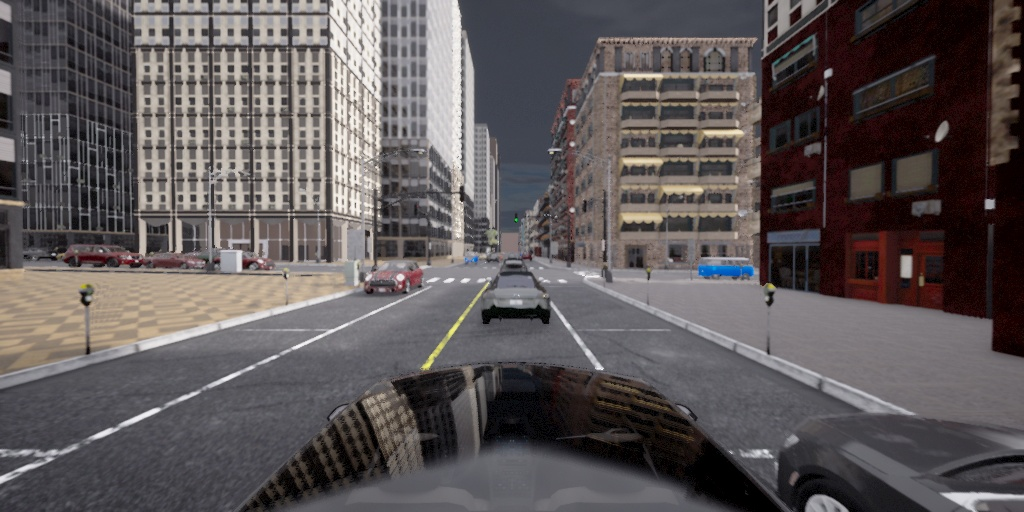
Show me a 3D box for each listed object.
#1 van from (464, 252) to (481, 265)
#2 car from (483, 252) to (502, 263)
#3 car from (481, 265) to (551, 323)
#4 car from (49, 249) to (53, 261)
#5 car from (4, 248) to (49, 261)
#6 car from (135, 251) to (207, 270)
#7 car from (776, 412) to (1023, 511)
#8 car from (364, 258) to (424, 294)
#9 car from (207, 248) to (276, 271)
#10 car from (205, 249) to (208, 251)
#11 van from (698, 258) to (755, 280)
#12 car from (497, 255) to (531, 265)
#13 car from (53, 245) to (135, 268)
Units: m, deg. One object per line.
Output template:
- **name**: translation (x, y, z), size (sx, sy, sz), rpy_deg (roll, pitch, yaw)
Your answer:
- **van**: translation (-5.669, 0.322, 50.164), size (1.690, 1.789, 3.998), rpy_deg (0, 0, 0)
- **car**: translation (-3.031, 0.381, 56.996), size (1.837, 1.490, 4.892), rpy_deg (0, 1, 1)
- **car**: translation (0.104, 1.157, 11.447), size (1.994, 1.385, 4.181), rpy_deg (0, 1, 0)
- **car**: translation (-43.684, -0.101, 36.793), size (4.829, 1.417, 1.751), rpy_deg (0, 0, 0)
- **car**: translation (-49.090, -0.168, 36.781), size (4.313, 1.339, 1.948), rpy_deg (0, 0, 0)
- **car**: translation (-26.709, 0.425, 28.449), size (4.207, 1.307, 1.802), rpy_deg (0, 0, 0)
- **car**: translation (2.691, 1.316, 0.747), size (2.007, 1.370, 4.403), rpy_deg (0, 0, 0)
- **car**: translation (-5.683, 0.934, 17.694), size (1.967, 1.591, 4.097), rpy_deg (0, 0, 0)
- **car**: translation (-21.135, 0.390, 28.461), size (4.097, 1.591, 1.967), rpy_deg (0, 0, 0)
- **car**: translation (-24.500, 0.192, 31.029), size (4.553, 1.767, 2.097), rpy_deg (1, 1, 0)
- **van**: translation (16.924, 1.026, 28.406), size (3.998, 1.789, 1.690), rpy_deg (0, 0, 0)
- **car**: translation (0.121, 0.900, 24.827), size (1.837, 1.490, 4.892), rpy_deg (1, 1, 0)
- **car**: translation (-32.283, 0.050, 28.437), size (5.009, 1.841, 2.192), rpy_deg (0, 0, 0)
